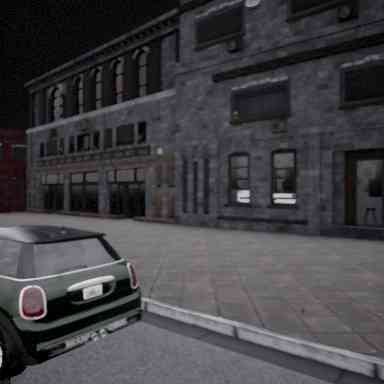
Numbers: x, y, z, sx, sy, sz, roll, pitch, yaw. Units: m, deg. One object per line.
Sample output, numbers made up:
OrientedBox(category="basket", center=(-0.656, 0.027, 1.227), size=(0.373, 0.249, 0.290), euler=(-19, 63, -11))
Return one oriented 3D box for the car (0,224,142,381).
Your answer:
OrientedBox(category="car", center=(-3.029, 1.358, 5.738), size=(4.553, 1.767, 2.097), euler=(0, 0, 37))
